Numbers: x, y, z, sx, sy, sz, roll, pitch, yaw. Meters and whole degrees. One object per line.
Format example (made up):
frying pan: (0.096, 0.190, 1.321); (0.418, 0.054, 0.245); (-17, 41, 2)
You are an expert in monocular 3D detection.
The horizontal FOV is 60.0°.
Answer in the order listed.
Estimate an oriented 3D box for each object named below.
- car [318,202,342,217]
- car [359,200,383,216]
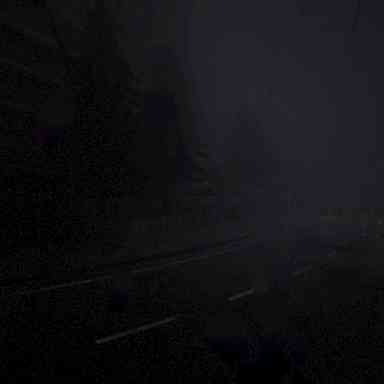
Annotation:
car: (13.708, 1.652, 32.908); (1.994, 1.385, 4.181); (0, 0, 26)
car: (16.995, 1.424, 31.661); (1.994, 1.385, 4.181); (0, 0, 26)
